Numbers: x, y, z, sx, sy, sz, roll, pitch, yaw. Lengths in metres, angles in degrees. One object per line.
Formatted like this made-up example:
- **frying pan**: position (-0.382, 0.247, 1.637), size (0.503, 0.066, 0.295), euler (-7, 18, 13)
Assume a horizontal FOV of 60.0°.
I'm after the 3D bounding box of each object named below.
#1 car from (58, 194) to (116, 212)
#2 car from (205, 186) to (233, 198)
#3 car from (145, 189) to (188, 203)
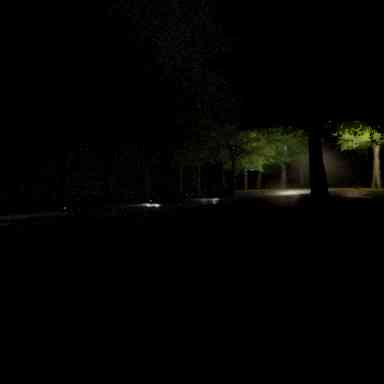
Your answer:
- **car**: position (-8.874, 0.880, 28.341), size (1.895, 1.301, 4.718), euler (-1, 2, 37)
- **car**: position (3.617, -0.042, 44.560), size (1.882, 1.535, 5.008), euler (-1, 2, 38)
- **car**: position (-2.666, 0.424, 36.420), size (2.033, 1.411, 5.357), euler (-1, 2, 37)
